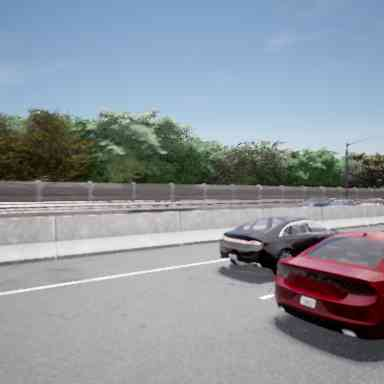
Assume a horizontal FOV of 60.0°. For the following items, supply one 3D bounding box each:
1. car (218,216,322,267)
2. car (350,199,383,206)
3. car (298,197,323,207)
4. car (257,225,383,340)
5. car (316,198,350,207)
[{"bbox_3d":[3.061,1.505,10.169,4.902,1.511,2.128,0,0,-35],"label":"car"},{"bbox_3d":[18.541,1.455,33.737,4.553,1.767,2.097,0,0,-34],"label":"car"},{"bbox_3d":[14.712,1.444,39.599,4.553,1.767,2.097,0,0,-33],"label":"car"},{"bbox_3d":[3.750,1.490,6.378,5.008,1.535,1.882,0,0,-35],"label":"car"},{"bbox_3d":[16.430,1.644,36.545,5.357,1.411,2.033,0,0,-34],"label":"car"}]
